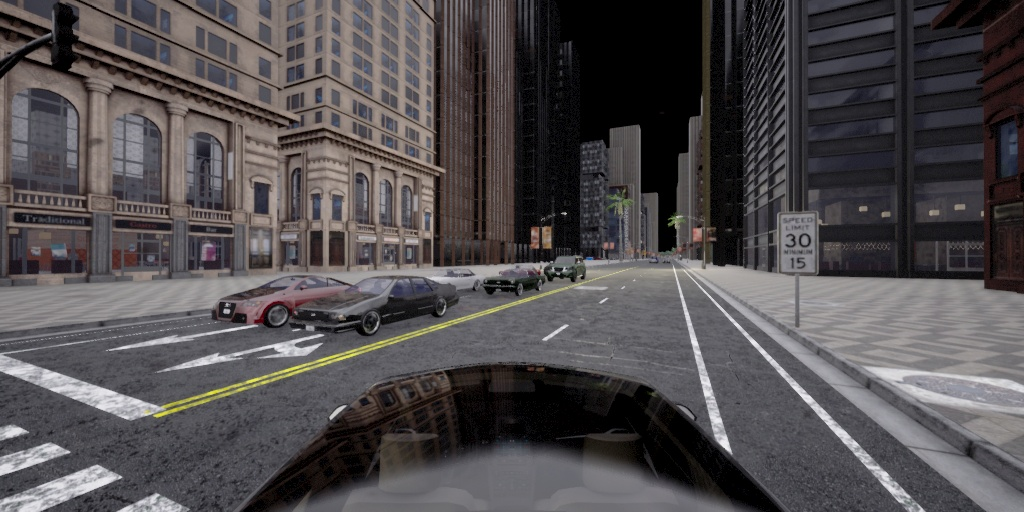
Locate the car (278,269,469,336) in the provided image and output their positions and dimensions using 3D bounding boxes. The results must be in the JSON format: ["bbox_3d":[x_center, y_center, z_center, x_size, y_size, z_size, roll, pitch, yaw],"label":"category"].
[{"bbox_3d":[-3.652,1.300,10.826,2.033,1.411,5.357,0,0,24],"label":"car"}]

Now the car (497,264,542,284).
[{"bbox_3d":[0.680,1.365,28.631,1.895,1.301,4.718,0,0,24],"label":"car"}]

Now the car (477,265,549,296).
[{"bbox_3d":[0.231,1.358,19.594,1.895,1.301,4.718,0,0,24],"label":"car"}]

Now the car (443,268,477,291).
[{"bbox_3d":[-3.356,1.357,19.523,1.895,1.301,4.718,0,0,24],"label":"car"}]

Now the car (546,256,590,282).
[{"bbox_3d":[4.566,0.987,29.373,2.150,2.045,5.566,0,0,24],"label":"car"}]

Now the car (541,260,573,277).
[{"bbox_3d":[4.847,1.251,37.947,1.882,1.535,5.008,0,0,24],"label":"car"}]

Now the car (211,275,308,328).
[{"bbox_3d":[-6.899,1.316,11.510,1.994,1.385,4.181,0,0,24],"label":"car"}]
